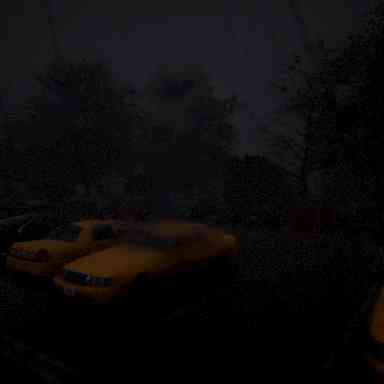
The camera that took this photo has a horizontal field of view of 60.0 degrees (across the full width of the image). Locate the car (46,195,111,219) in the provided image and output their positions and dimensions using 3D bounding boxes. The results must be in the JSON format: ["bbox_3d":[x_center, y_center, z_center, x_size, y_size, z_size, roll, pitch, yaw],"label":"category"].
[{"bbox_3d":[-10.776,1.336,31.968,2.435,2.045,5.566,0,0,36],"label":"car"}]

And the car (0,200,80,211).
[{"bbox_3d":[-7.226,1.393,13.339,2.185,1.767,4.553,0,0,36],"label":"car"}]

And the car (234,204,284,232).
[{"bbox_3d":[4.868,1.530,20.735,2.163,1.488,4.792,0,0,36],"label":"car"}]

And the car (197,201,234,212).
[{"bbox_3d":[2.728,1.533,22.281,2.163,1.488,4.792,0,0,36],"label":"car"}]

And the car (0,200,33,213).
[{"bbox_3d":[-21.986,1.704,40.100,2.002,1.452,4.674,0,0,36],"label":"car"}]

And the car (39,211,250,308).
[{"bbox_3d":[-0.706,1.505,8.361,1.946,1.575,5.366,0,0,36],"label":"car"}]

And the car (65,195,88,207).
[{"bbox_3d":[-8.530,1.320,30.346,2.435,2.045,5.566,0,0,36],"label":"car"}]

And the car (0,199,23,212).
[{"bbox_3d":[-24.234,1.679,41.721,2.097,1.535,5.008,0,0,36],"label":"car"}]

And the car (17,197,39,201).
[{"bbox_3d":[-15.253,1.618,35.231,2.097,1.535,5.008,0,0,36],"label":"car"}]

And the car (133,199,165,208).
[{"bbox_3d":[-1.774,1.525,25.505,2.097,1.535,5.008,0,0,36],"label":"car"}]

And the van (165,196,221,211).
[{"bbox_3d":[0.416,1.287,23.782,1.878,1.987,4.442,0,0,35],"label":"van"}]

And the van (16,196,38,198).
[{"bbox_3d":[-19.774,1.424,38.649,1.878,1.987,4.442,0,0,36],"label":"van"}]

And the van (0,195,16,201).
[{"bbox_3d":[-11.675,1.321,16.659,1.878,1.987,4.442,0,0,36],"label":"van"}]

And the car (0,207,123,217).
[{"bbox_3d":[-4.994,1.510,11.681,2.231,1.521,4.892,0,0,36],"label":"car"}]

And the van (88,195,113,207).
[{"bbox_3d":[-6.337,1.330,28.652,1.878,1.987,4.442,0,0,36],"label":"van"}]

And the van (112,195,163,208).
[{"bbox_3d":[-3.955,1.315,27.218,1.878,1.987,4.442,0,0,36],"label":"van"}]

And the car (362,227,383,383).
[{"bbox_3d":[3.893,1.521,5.038,1.946,1.575,5.366,0,0,36],"label":"car"}]

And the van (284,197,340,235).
[{"bbox_3d":[7.165,1.277,19.183,1.878,1.987,4.442,0,0,36],"label":"van"}]

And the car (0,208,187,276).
[{"bbox_3d":[-2.639,1.503,10.215,1.946,1.575,5.366,0,0,36],"label":"car"}]

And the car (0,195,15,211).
[{"bbox_3d":[-26.595,1.445,43.398,2.435,2.045,5.566,0,0,36],"label":"car"}]

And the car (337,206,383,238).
[{"bbox_3d":[9.426,1.539,17.371,2.163,1.488,4.792,0,0,36],"label":"car"}]
